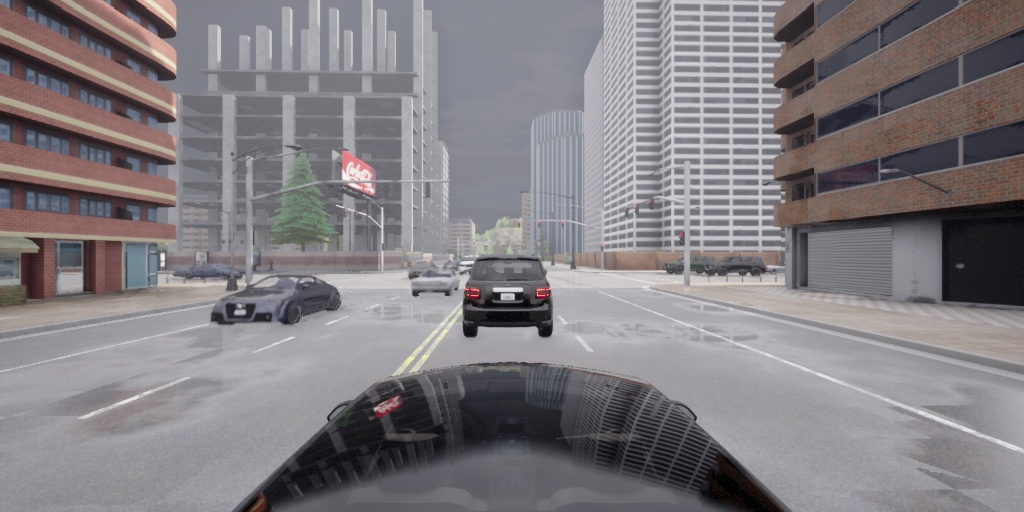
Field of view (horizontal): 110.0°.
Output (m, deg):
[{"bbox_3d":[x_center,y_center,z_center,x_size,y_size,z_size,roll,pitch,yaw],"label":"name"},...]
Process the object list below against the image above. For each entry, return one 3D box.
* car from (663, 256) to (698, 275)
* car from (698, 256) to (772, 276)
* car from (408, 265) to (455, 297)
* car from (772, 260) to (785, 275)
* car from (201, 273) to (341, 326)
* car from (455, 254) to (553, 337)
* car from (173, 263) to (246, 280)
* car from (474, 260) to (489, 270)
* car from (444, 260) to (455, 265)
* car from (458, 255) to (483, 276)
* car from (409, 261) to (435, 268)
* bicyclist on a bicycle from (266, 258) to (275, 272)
[{"bbox_3d":[19.393,0.972,38.985,5.566,2.045,2.150,0,0,-1],"label":"car"},{"bbox_3d":[22.003,0.971,35.555,5.566,2.045,2.150,0,0,-2],"label":"car"},{"bbox_3d":[-3.938,1.351,19.062,1.895,1.301,4.718,0,0,-1],"label":"car"},{"bbox_3d":[29.523,1.351,39.234,4.718,1.301,1.895,0,0,-1],"label":"car"},{"bbox_3d":[-7.286,1.314,11.551,1.994,1.385,4.181,0,0,-1],"label":"car"},{"bbox_3d":[-0.118,0.971,10.407,2.150,2.045,5.566,0,0,-1],"label":"car"},{"bbox_3d":[-25.618,1.297,30.627,5.357,1.411,2.033,0,0,-1],"label":"car"},{"bbox_3d":[-4.672,1.297,55.394,2.033,1.411,5.357,0,0,-1],"label":"car"},{"bbox_3d":[-8.036,1.241,48.518,2.128,1.511,4.902,0,0,-1],"label":"car"},{"bbox_3d":[-4.330,0.973,38.426,2.150,2.045,5.566,0,0,-1],"label":"car"},{"bbox_3d":[-7.692,1.253,31.428,1.837,1.490,4.892,0,0,-1],"label":"car"},{"bbox_3d":[-28.696,1.050,42.535,0.582,1.620,1.656,0,0,-1],"label":"bicyclist on a bicycle"}]
